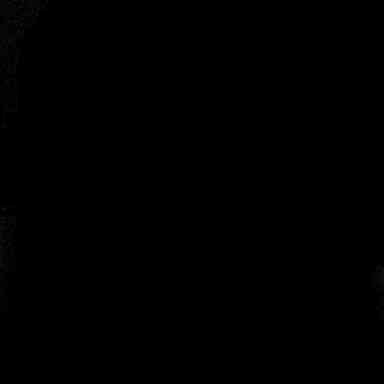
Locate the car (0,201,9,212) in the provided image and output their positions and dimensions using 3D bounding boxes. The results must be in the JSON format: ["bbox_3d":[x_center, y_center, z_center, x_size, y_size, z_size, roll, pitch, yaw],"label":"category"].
[{"bbox_3d":[-19.347,1.184,29.118,2.192,1.841,5.009,0,-1,36],"label":"car"}]

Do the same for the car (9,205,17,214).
[{"bbox_3d":[-16.206,1.528,33.508,1.802,1.307,4.206,0,-1,36],"label":"car"}]
